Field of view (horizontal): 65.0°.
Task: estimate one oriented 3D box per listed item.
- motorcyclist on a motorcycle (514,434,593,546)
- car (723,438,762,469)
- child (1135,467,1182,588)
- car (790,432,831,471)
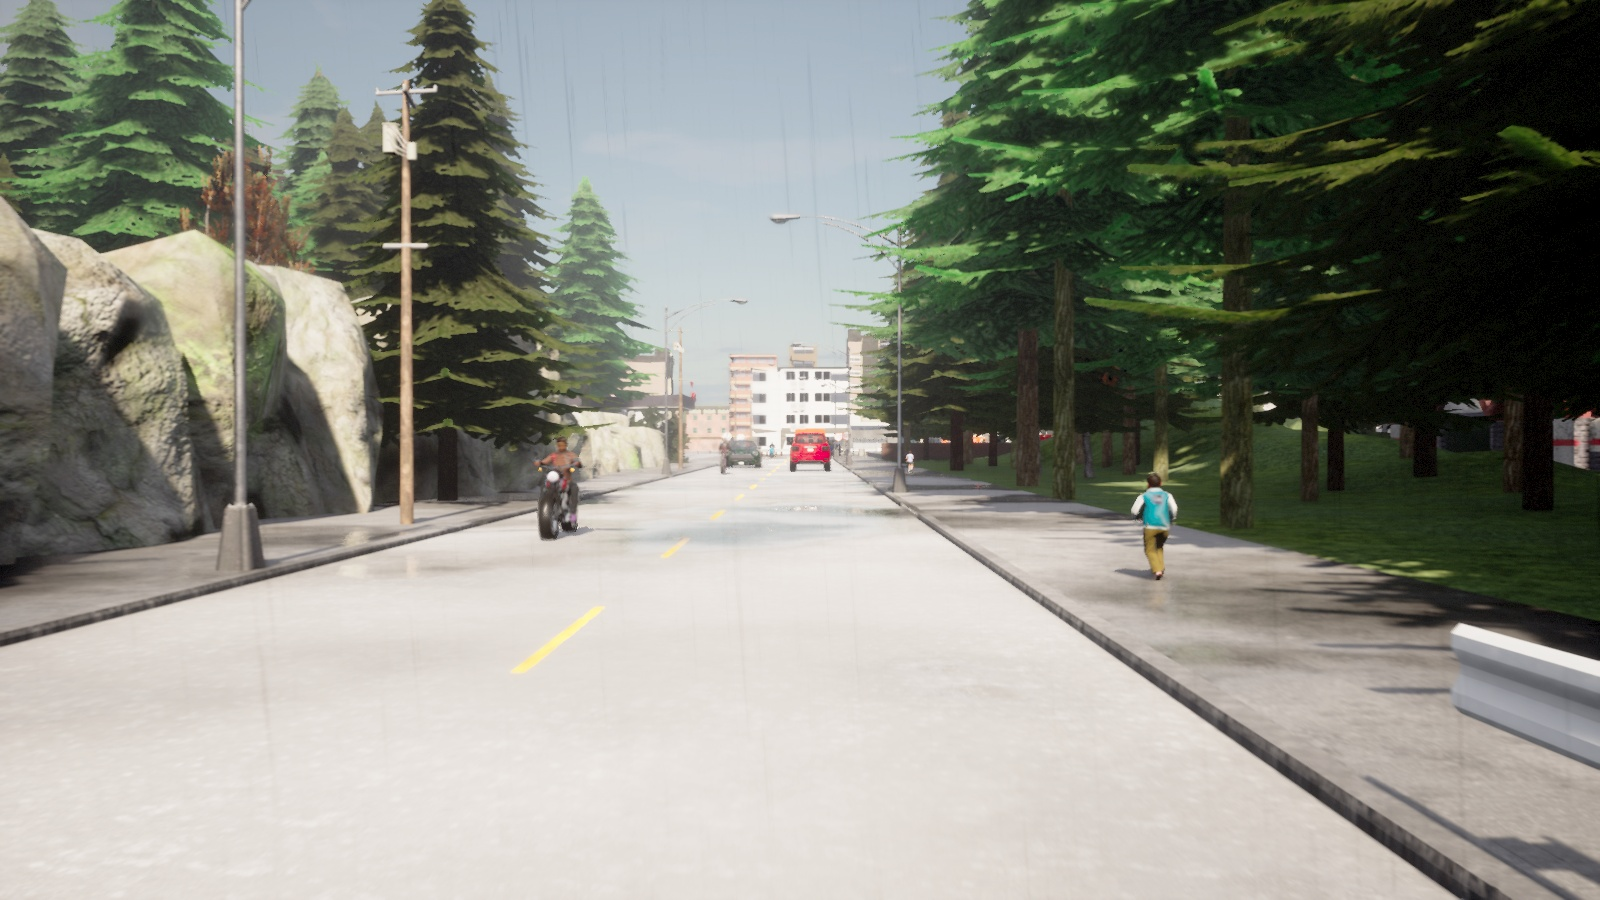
[{"bbox_3d":[-3.831,0.582,19.704,0.766,1.649,2.350,0,0,0],"label":"motorcyclist on a motorcycle"},{"bbox_3d":[-3.393,0.180,74.908,2.097,1.767,4.553,0,0,0],"label":"car"},{"bbox_3d":[3.609,0.768,12.659,0.343,1.192,0.448,0,0,0],"label":"child"},{"bbox_3d":[0.554,0.080,68.151,2.150,2.045,5.566,0,0,0],"label":"car"}]
